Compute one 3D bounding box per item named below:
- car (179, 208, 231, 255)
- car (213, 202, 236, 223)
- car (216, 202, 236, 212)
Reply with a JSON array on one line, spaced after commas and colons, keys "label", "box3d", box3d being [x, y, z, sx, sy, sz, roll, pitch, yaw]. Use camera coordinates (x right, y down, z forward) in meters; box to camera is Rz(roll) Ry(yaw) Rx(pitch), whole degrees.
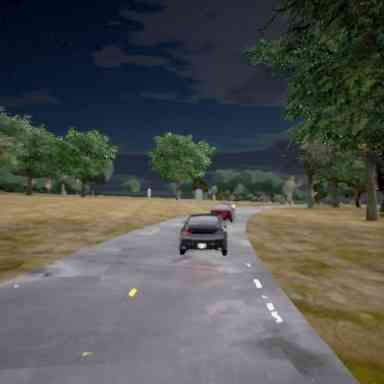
[{"label": "car", "box3d": [0.578, 1.650, 14.090, 1.837, 1.490, 4.892, 0, 0, 6]}, {"label": "car", "box3d": [2.725, 1.774, 28.961, 1.882, 1.535, 5.008, 0, 0, 12]}, {"label": "car", "box3d": [5.087, 2.134, 49.187, 1.895, 1.301, 4.718, -1, -1, 19]}]
